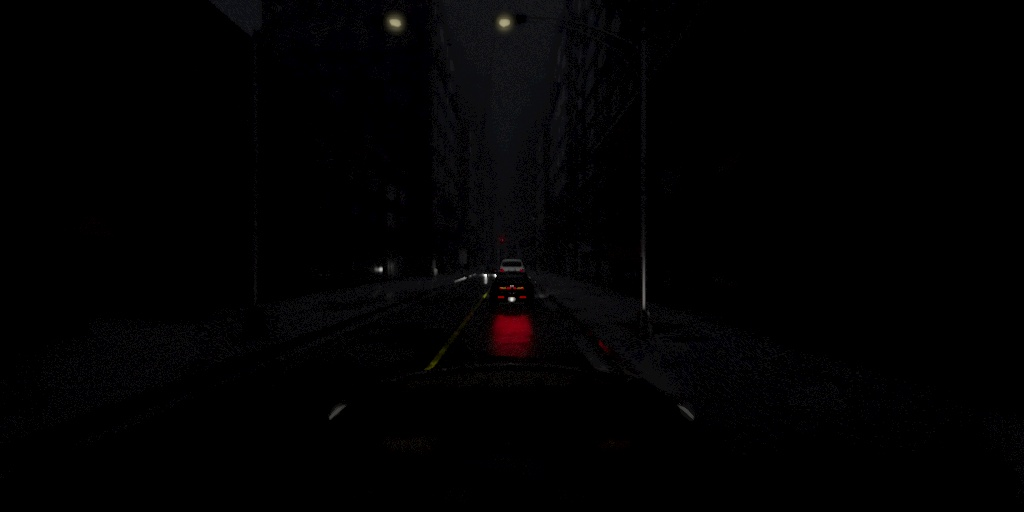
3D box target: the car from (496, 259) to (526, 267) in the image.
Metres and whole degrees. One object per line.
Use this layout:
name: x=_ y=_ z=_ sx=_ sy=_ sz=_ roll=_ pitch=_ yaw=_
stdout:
car: x=-0.002 y=1.308 z=30.880 sx=2.150 sy=2.045 sz=5.566 roll=0 pitch=-1 yaw=0

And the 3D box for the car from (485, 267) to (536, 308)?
car: x=0.001 y=1.417 z=16.159 sx=1.837 sy=1.490 sz=4.892 roll=0 pitch=0 yaw=0

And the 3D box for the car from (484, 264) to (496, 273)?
car: x=-3.009 y=1.896 z=53.293 sx=1.837 sy=1.490 sz=4.892 roll=0 pitch=-1 yaw=0
